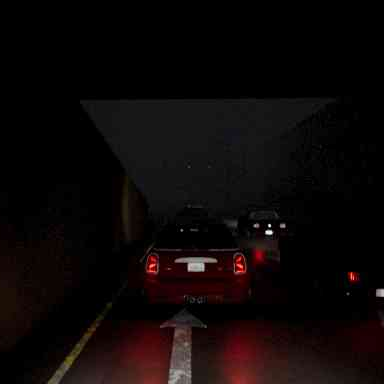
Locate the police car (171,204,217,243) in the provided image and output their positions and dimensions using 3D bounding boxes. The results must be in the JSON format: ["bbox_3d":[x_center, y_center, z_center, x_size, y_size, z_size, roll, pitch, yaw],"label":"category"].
[{"bbox_3d":[0.086,1.502,17.203,2.038,1.542,4.974,0,0,0],"label":"police car"}]

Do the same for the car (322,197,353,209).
[{"bbox_3d":[17.552,1.292,39.962,1.853,1.218,4.536,0,0,45],"label":"car"}]

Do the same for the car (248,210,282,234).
[{"bbox_3d":[3.590,1.600,17.681,1.895,1.301,4.718,0,0,0],"label":"car"}]

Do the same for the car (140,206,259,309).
[{"bbox_3d":[0.079,1.351,8.030,2.097,1.767,4.553,0,0,0],"label":"car"}]

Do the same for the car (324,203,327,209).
[{"bbox_3d":[17.516,1.450,39.925,2.038,1.542,4.974,0,0,45],"label":"car"}]

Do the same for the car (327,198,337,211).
[{"bbox_3d":[17.414,1.450,35.318,2.038,1.542,4.974,0,0,-35],"label":"car"}]

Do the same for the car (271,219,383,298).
[{"bbox_3d":[3.603,1.600,8.448,1.895,1.301,4.718,0,0,0],"label":"car"}]
